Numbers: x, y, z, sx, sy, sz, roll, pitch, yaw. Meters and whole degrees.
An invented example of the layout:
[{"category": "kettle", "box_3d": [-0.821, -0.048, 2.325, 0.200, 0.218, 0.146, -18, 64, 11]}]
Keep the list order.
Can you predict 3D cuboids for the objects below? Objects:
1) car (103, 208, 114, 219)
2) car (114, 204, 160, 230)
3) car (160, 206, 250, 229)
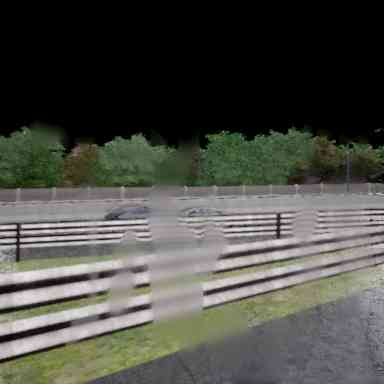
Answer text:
[{"category": "car", "box_3d": [-4.279, 1.628, 25.143, 4.674, 1.442, 1.812, -1, 0, -13]}, {"category": "car", "box_3d": [-2.783, 1.660, 21.892, 4.181, 1.385, 1.994, -1, 0, -13]}, {"category": "car", "box_3d": [0.915, 1.539, 19.135, 4.902, 1.511, 2.128, -1, 0, -13]}]
